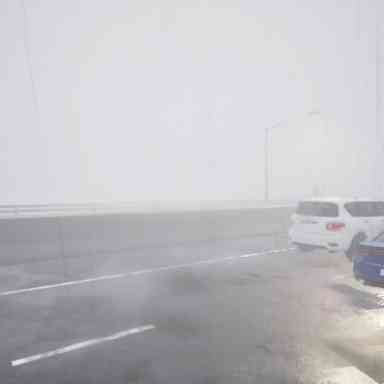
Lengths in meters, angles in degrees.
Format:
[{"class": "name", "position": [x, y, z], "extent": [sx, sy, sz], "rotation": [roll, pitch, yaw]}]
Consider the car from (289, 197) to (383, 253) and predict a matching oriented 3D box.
[{"class": "car", "position": [5.975, 1.202, 12.283], "extent": [5.566, 2.045, 2.150], "rotation": [0, 0, -35]}]

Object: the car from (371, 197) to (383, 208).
[{"class": "car", "position": [28.463, 1.508, 49.052], "extent": [4.181, 1.385, 1.994], "rotation": [0, 0, -33]}]

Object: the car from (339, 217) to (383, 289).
[{"class": "car", "position": [5.893, 1.461, 7.976], "extent": [5.008, 1.535, 1.882], "rotation": [0, 0, -35]}]
